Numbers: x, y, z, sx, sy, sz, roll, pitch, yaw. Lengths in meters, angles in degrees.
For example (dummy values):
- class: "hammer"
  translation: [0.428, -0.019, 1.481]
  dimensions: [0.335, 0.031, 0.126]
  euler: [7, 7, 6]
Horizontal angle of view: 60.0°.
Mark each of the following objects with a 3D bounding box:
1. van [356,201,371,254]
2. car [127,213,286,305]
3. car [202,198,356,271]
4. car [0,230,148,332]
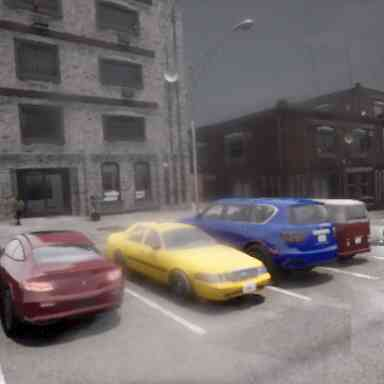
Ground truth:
- class: "van"
  translation: [3.787, 1.221, 11.861]
  dimensions: [1.878, 1.987, 4.442]
  euler: [0, 0, -36]
- class: "car"
  translation: [-0.475, 1.462, 8.442]
  dimensions: [1.946, 1.575, 5.366]
  euler: [0, 0, -36]
- class: "car"
  translation: [1.568, 1.205, 10.165]
  dimensions: [2.435, 2.045, 5.566]
  euler: [0, 0, -36]
- class: "car"
  translation: [-2.954, 1.515, 6.894]
  dimensions: [2.002, 1.452, 4.674]
  euler: [0, 0, -36]
